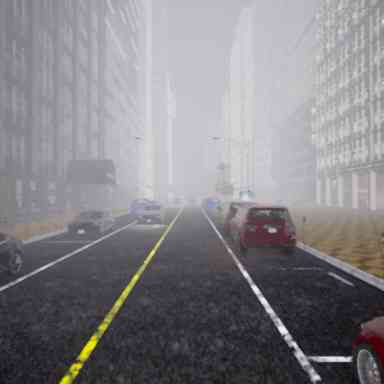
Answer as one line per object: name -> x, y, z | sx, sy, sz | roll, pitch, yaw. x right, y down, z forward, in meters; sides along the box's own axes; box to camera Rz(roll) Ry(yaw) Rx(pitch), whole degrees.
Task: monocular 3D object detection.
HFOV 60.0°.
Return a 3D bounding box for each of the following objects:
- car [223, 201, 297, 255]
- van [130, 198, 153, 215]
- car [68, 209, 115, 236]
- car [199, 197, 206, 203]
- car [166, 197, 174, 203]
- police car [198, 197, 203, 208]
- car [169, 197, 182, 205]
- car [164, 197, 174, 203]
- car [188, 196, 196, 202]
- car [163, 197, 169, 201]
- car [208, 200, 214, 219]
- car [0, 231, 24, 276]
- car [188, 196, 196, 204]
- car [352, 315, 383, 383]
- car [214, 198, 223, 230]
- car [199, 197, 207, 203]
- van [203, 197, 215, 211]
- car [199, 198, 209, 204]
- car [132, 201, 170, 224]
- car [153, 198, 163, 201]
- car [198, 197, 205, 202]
car -> 2.700, 1.395, 13.558 | 2.192, 1.841, 5.009 | 0, 0, 0
van -> -5.678, 1.554, 36.334 | 1.690, 1.788, 3.998 | 0, 0, 0
car -> -5.682, 1.679, 19.266 | 1.947, 1.339, 4.313 | 0, 0, 0
car -> 2.704, 2.067, 87.512 | 1.887, 1.381, 4.507 | 0, 0, 0
car -> -5.676, 2.067, 87.534 | 1.887, 1.381, 4.507 | 0, 0, 0
police car -> 2.372, 1.742, 53.746 | 1.930, 1.638, 5.238 | 0, 0, 0
car -> -3.001, 1.879, 66.441 | 1.837, 1.490, 4.892 | 0, 0, 0
car -> -5.677, 2.038, 81.846 | 2.008, 1.369, 4.403 | 0, 0, 0
car -> 0.008, 1.828, 86.028 | 1.837, 1.490, 4.892 | 0, 0, 0
car -> -5.678, 1.900, 59.089 | 2.008, 1.369, 4.403 | 0, 0, 0
car -> 2.700, 1.707, 30.793 | 1.752, 1.417, 4.829 | 0, 0, 0
car -> -5.683, 1.612, 7.887 | 1.947, 1.339, 4.313 | 0, 0, 0
car -> 0.006, 1.816, 71.768 | 2.128, 1.511, 4.902 | 0, 0, 0
car -> 2.697, 1.596, 2.179 | 1.802, 1.307, 4.206 | 0, 0, 0
car -> 2.701, 1.429, 19.247 | 2.192, 1.841, 5.009 | 0, 0, 0
car -> 2.704, 1.928, 81.823 | 1.967, 1.590, 4.097 | 0, 0, 0
van -> 2.703, 1.589, 42.003 | 1.690, 1.788, 3.998 | 0, 0, 0
car -> 2.703, 2.004, 76.134 | 2.008, 1.369, 4.403 | 0, 0, 0
car -> -3.096, 1.704, 26.629 | 2.033, 1.411, 5.357 | 0, 0, 0
car -> -5.680, 1.847, 47.711 | 1.947, 1.339, 4.313 | 0, 0, 0
car -> 2.705, 2.140, 93.200 | 1.802, 1.307, 4.206 | 0, 0, 0
